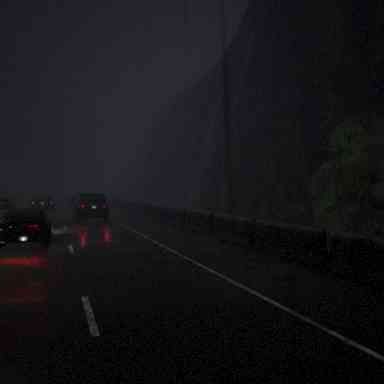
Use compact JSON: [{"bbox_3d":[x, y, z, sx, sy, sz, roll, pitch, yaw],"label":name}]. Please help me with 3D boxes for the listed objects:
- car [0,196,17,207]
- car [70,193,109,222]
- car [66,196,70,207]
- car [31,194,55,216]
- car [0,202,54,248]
[{"bbox_3d":[-18.080,1.191,31.784,1.837,1.490,4.892,0,-1,-22],"label":"car"},{"bbox_3d":[-7.558,1.064,24.654,2.150,2.045,5.566,0,1,-22],"label":"car"},{"bbox_3d":[-14.653,1.048,41.813,1.882,1.535,5.008,0,1,-22],"label":"car"},{"bbox_3d":[-14.894,1.049,33.239,2.097,1.767,4.553,0,1,-22],"label":"car"},{"bbox_3d":[-7.116,1.429,14.434,1.837,1.490,4.892,0,0,-22],"label":"car"}]
